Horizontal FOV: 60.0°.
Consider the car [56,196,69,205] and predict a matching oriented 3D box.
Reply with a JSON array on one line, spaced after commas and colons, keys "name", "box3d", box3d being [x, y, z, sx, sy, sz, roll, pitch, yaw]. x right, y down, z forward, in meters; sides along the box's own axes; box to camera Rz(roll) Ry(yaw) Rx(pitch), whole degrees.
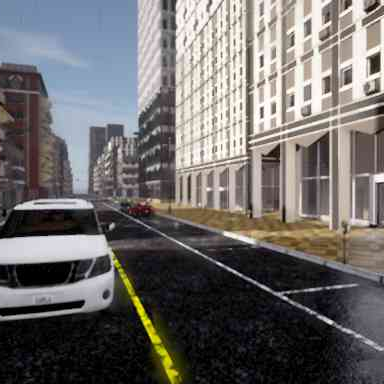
[{"name": "car", "box3d": [-23.221, 1.518, 59.856, 2.008, 1.369, 4.403, 0, 0, -18]}]

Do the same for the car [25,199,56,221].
[{"name": "car", "box3d": [-12.513, 1.419, 27.700, 1.967, 1.590, 4.097, 0, 0, -18]}]

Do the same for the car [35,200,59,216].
[{"name": "car", "box3d": [-14.298, 1.558, 33.060, 1.802, 1.307, 4.206, 0, 0, -18]}]

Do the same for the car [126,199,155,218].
[{"name": "car", "box3d": [-4.562, 1.519, 30.348, 1.887, 1.381, 4.507, 0, 0, -18]}]

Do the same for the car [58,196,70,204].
[{"name": "car", "box3d": [-25.005, 1.517, 65.215, 2.008, 1.369, 4.403, 0, 0, -18]}]

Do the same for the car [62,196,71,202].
[{"name": "car", "box3d": [-29.134, 1.548, 77.455, 1.802, 1.307, 4.206, 0, 0, -18]}]

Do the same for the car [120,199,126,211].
[{"name": "car", "box3d": [-8.131, 1.520, 41.067, 2.008, 1.369, 4.403, 0, 0, -18]}]

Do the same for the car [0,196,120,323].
[{"name": "car", "box3d": [-3.058, 1.214, 7.505, 2.150, 2.045, 5.566, 0, 0, -18]}]

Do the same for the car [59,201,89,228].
[{"name": "car", "box3d": [-8.246, 1.485, 23.407, 1.837, 1.490, 4.892, 0, 0, -18]}]
